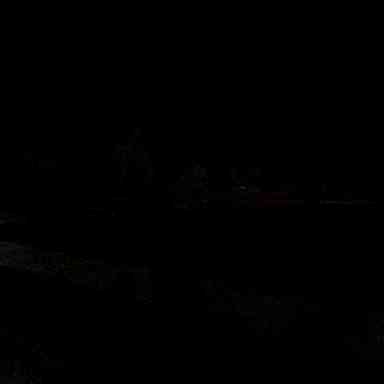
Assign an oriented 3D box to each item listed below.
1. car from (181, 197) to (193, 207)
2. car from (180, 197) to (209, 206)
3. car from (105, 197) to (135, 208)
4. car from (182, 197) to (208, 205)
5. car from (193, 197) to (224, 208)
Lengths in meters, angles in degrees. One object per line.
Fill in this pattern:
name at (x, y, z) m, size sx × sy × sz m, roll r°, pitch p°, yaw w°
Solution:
car at (0.819, 1.489, 50.858) m, size 2.128 × 1.511 × 4.902 m, roll 0°, pitch 0°, yaw 36°
car at (0.475, 1.544, 56.261) m, size 2.033 × 1.411 × 5.357 m, roll 0°, pitch 0°, yaw 37°
car at (-10.247, 1.522, 47.613) m, size 1.812 × 1.442 × 4.674 m, roll 0°, pitch 0°, yaw 36°
car at (0.625, 1.610, 62.320) m, size 2.033 × 1.411 × 5.357 m, roll 0°, pitch 0°, yaw 36°
car at (2.746, 1.475, 47.574) m, size 1.882 × 1.535 × 5.008 m, roll 0°, pitch 0°, yaw 36°
